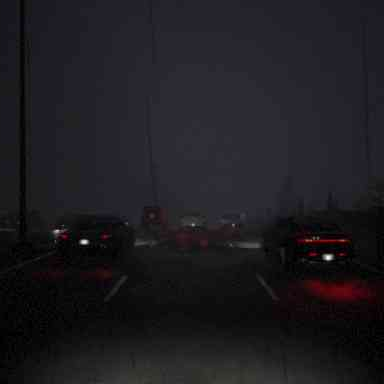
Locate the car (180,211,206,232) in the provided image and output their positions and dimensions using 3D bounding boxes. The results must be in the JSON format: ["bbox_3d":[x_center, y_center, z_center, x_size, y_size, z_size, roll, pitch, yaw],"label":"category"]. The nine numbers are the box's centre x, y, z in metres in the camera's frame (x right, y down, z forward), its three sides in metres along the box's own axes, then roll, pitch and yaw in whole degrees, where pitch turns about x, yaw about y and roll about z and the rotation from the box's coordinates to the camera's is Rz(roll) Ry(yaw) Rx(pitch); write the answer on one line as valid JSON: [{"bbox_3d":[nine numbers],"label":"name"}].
[{"bbox_3d":[0.087,2.178,24.881,1.812,1.442,4.674,0,-4,0],"label":"car"}]

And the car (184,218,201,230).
[{"bbox_3d":[0.075,4.171,43.165,2.033,1.411,5.357,0,-7,0],"label":"car"}]

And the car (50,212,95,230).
[{"bbox_3d":[-10.549,2.642,29.938,2.033,1.411,5.357,0,-6,0],"label":"car"}]

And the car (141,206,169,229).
[{"bbox_3d":[-3.418,2.420,31.068,2.150,2.045,5.566,0,-6,0],"label":"car"}]

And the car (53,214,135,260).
[{"bbox_3d":[-3.406,1.601,12.518,1.994,1.385,4.181,0,-1,0],"label":"car"}]

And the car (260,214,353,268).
[{"bbox_3d":[3.594,1.512,11.201,1.837,1.490,4.892,0,-1,0],"label":"car"}]

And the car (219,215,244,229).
[{"bbox_3d":[3.582,2.797,31.013,1.895,1.301,4.718,0,-6,0],"label":"car"}]

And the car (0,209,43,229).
[{"bbox_3d":[-17.542,2.801,34.478,2.150,2.045,5.566,0,-7,0],"label":"car"}]
